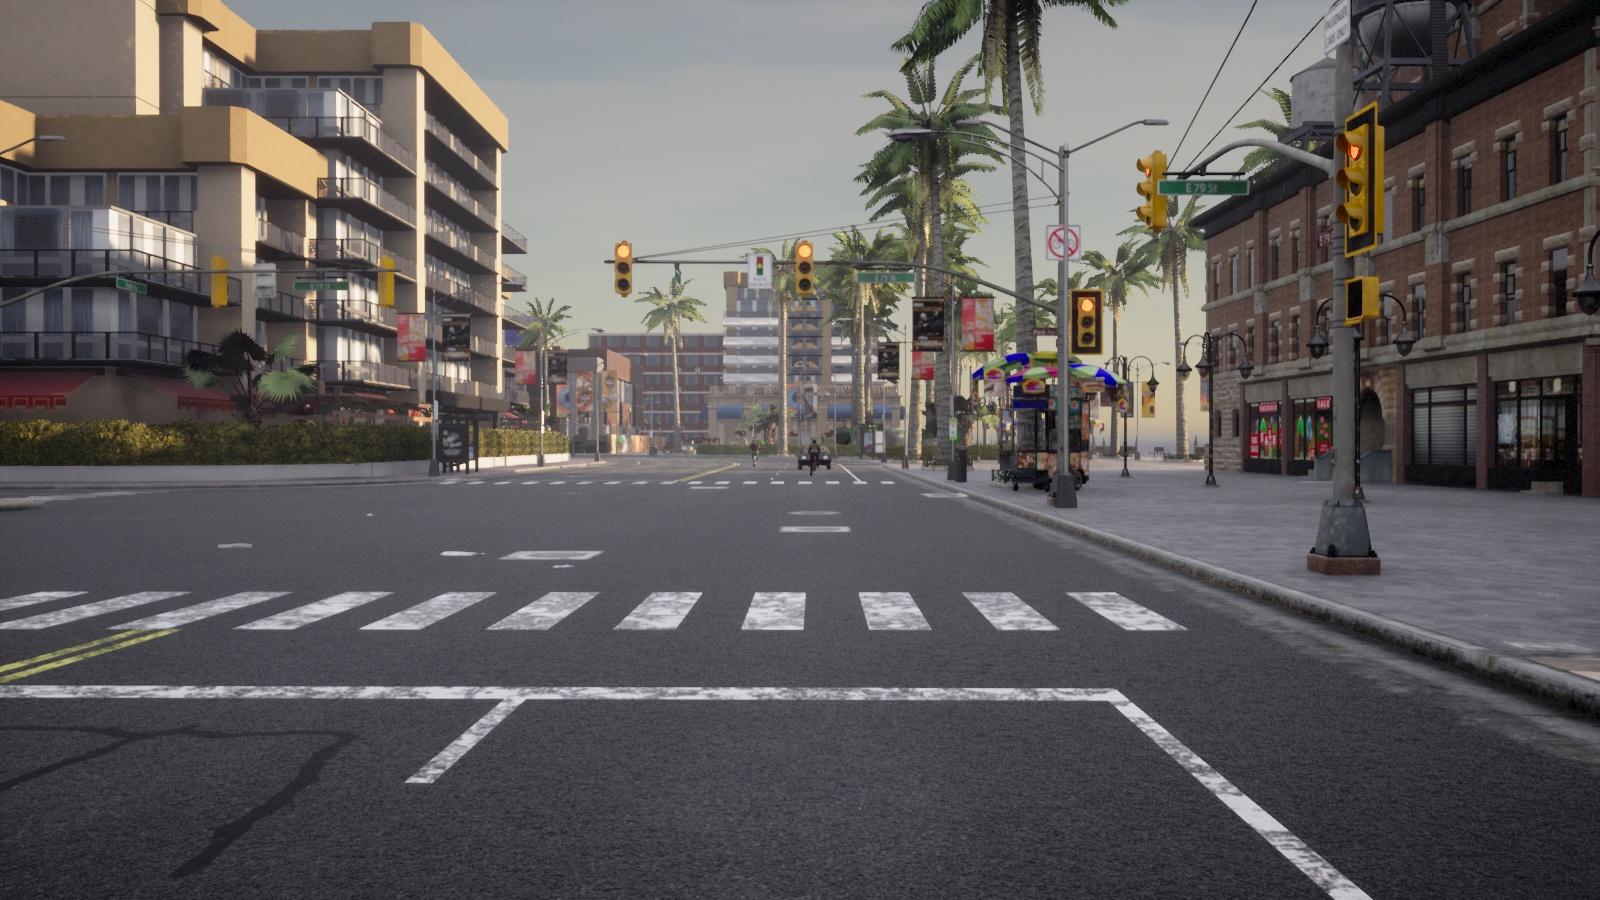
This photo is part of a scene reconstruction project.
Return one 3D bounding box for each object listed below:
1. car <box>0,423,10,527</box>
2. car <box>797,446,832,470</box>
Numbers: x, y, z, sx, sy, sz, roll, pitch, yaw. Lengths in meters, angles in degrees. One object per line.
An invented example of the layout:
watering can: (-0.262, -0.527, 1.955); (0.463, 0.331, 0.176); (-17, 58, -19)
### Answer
car: (-15.456, 0.399, 19.822); (5.027, 1.651, 2.152); (0, 0, 13)
car: (0.813, 0.442, 70.503); (1.895, 1.301, 4.718); (0, 0, 0)
